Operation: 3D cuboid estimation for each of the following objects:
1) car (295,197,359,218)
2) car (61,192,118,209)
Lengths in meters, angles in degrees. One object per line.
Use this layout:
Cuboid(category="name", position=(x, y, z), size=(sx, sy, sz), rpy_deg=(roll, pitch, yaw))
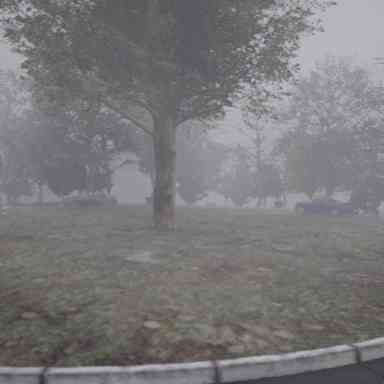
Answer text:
Cuboid(category="car", position=(10.547, 1.135, 26.339), size=(1.882, 1.535, 5.008), rpy_deg=(1, 1, -35))
Cuboid(category="car", position=(-9.331, 0.759, 30.465), size=(4.902, 1.511, 2.128), rpy_deg=(0, 1, -25))
